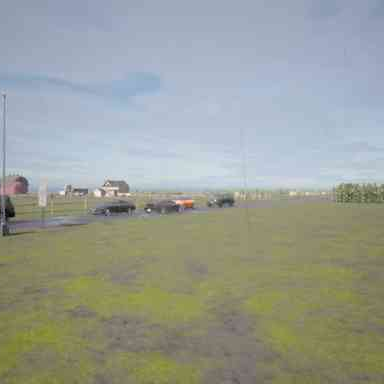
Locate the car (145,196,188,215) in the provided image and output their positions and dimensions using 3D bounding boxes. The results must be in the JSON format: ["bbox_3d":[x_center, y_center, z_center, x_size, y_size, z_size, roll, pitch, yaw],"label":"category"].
[{"bbox_3d":[-2.791,1.494,34.210,1.837,1.490,4.892,1,0,34],"label":"car"}]

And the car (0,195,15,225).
[{"bbox_3d":[-14.469,1.198,21.595,2.150,2.045,5.566,1,0,31],"label":"car"}]

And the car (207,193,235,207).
[{"bbox_3d":[4.427,1.175,50.234,2.150,2.045,5.566,1,0,35],"label":"car"}]

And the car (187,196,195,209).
[{"bbox_3d":[-1.553,1.307,41.357,2.097,1.767,4.553,1,0,34],"label":"car"}]

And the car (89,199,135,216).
[{"bbox_3d":[-7.660,1.470,32.223,1.837,1.490,4.892,1,0,34],"label":"car"}]
